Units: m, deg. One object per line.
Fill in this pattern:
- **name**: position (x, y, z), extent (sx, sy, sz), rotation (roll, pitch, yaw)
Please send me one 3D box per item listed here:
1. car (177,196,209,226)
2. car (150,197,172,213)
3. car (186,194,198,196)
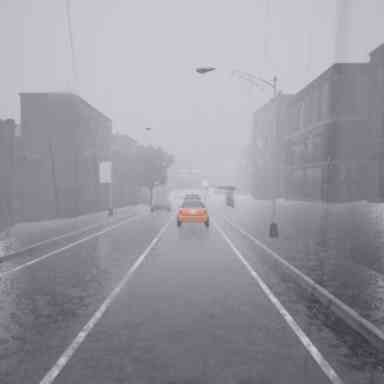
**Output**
- **car**: position (0.059, 1.361, 23.545), extent (2.097, 1.767, 4.553), rotation (0, 0, 0)
- **car**: position (-3.415, 1.395, 37.499), extent (2.097, 1.767, 4.553), rotation (0, 0, 0)
- **car**: position (-0.004, 1.280, 42.827), extent (2.150, 2.045, 5.566), rotation (0, 0, 0)
